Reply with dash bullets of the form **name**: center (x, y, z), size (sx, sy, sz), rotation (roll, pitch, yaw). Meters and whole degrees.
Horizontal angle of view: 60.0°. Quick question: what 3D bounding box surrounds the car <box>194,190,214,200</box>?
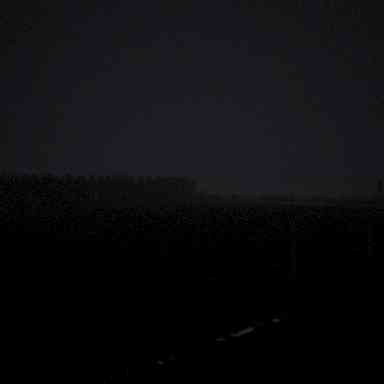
- **car**: center (2.154, 0.680, 68.209), size (2.150, 2.045, 5.566), rotation (-1, 1, -36)

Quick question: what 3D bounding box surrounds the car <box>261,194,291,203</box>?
- **car**: center (13.195, 1.020, 52.640), size (1.895, 1.301, 4.718), rotation (-1, 1, -35)
